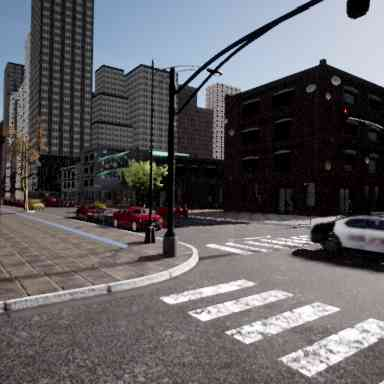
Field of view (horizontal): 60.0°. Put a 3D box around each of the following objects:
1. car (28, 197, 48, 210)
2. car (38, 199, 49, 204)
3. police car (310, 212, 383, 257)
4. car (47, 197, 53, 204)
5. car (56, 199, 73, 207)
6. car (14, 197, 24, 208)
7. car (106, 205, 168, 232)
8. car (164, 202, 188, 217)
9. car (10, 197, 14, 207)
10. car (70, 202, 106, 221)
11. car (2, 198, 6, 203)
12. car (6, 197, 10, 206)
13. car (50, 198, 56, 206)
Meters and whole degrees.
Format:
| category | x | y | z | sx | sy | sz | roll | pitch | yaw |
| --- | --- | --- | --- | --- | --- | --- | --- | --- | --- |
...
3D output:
| category | x | y | z | sx | sy | sz | roll | pitch | yaw |
| --- | --- | --- | --- | --- | --- | --- | --- | --- | --- |
| car | -22.767 | 1.890 | 48.515 | 1.752 | 1.417 | 4.829 | 1 | -1 | -35 |
| car | -38.072 | 2.401 | 85.113 | 1.752 | 1.417 | 4.829 | 1 | -1 | -35 |
| police car | 6.632 | 1.502 | 11.282 | 2.038 | 1.542 | 4.974 | 0 | 0 | -35 |
| car | -34.802 | 2.138 | 80.443 | 2.192 | 1.841 | 5.009 | 1 | -1 | -35 |
| car | -25.288 | 2.112 | 66.840 | 1.967 | 1.590 | 4.097 | 1 | -1 | -35 |
| car | -29.165 | 2.011 | 57.752 | 1.887 | 1.381 | 4.507 | 1 | -1 | -35 |
| car | -3.466 | 1.614 | 20.807 | 1.887 | 1.381 | 4.507 | 1 | -1 | -35 |
| car | -2.178 | 1.760 | 34.036 | 1.967 | 1.590 | 4.097 | 1 | -1 | -35 |
| car | -32.155 | 2.080 | 62.038 | 1.947 | 1.339 | 4.313 | 1 | -1 | -35 |
| car | -8.627 | 1.729 | 28.181 | 1.802 | 1.307 | 4.206 | 1 | -1 | -35 |
| car | -38.498 | 1.929 | 71.108 | 2.192 | 1.841 | 5.009 | 1 | -1 | -35 |
| car | -35.327 | 2.130 | 66.572 | 1.947 | 1.339 | 4.313 | 1 | -1 | -35 |
| car | -28.460 | 2.304 | 71.373 | 1.802 | 1.307 | 4.206 | 1 | -1 | -35 |
